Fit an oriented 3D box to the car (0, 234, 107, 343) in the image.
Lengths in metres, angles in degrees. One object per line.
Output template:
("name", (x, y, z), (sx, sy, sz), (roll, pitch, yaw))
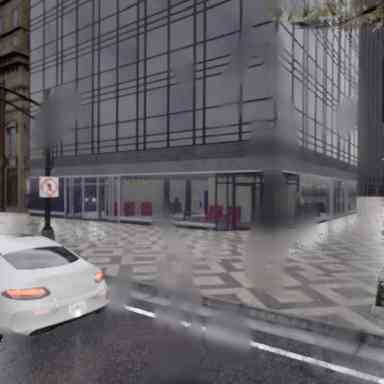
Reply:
("car", (-3.556, 1.522, 6.213), (4.674, 1.442, 1.812), (0, 0, 35))
